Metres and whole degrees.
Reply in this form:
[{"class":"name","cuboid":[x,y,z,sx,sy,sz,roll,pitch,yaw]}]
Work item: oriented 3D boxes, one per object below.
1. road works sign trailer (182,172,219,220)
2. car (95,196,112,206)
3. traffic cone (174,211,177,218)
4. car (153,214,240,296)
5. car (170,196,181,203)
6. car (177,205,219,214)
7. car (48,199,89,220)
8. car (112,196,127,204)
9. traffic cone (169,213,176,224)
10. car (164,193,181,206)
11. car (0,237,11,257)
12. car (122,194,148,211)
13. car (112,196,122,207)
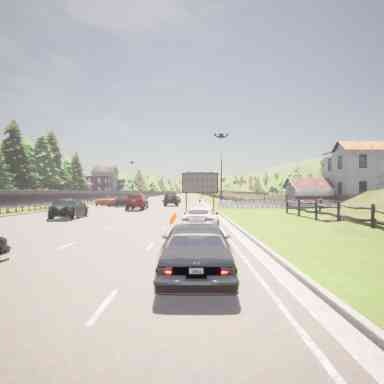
[{"class":"road works sign trailer","cuboid":[0.518,0.464,22.070,2.380,3.560,2.880,0,0,-3]},{"class":"car","cuboid":[-13.829,1.352,53.136,2.097,1.767,4.553,0,0,0]},{"class":"traffic cone","cuboid":[-1.453,1.955,25.181,0.340,0.580,0.340,0,0,0]},{"class":"car","cuboid":[0.110,1.547,8.825,2.033,1.411,5.357,0,0,1]},{"class":"car","cuboid":[-3.307,1.564,68.577,1.994,1.385,4.181,0,0,0]},{"class":"car","cuboid":[0.480,1.540,18.456,1.812,1.442,4.674,-1,-1,6]},{"class":"car","cuboid":[-10.361,1.350,28.187,2.097,1.767,4.553,0,0,0]},{"class":"car","cuboid":[-13.813,1.525,63.738,1.812,1.442,4.674,0,0,0]},{"class":"traffic cone","cuboid":[-1.456,1.955,23.181,0.340,0.580,0.340,0,0,0]},{"class":"car","cuboid":[-3.327,1.221,53.362,2.150,2.045,5.566,0,0,0]},{"class":"car","cuboid":[-6.888,1.547,8.476,2.033,1.411,5.357,0,0,0]},{"class":"car","cuboid":[-6.844,1.220,41.589,2.150,2.045,5.566,0,0,0]},{"class":"car","cuboid":[-10.329,1.351,51.152,2.097,1.767,4.553,0,0,0]}]
